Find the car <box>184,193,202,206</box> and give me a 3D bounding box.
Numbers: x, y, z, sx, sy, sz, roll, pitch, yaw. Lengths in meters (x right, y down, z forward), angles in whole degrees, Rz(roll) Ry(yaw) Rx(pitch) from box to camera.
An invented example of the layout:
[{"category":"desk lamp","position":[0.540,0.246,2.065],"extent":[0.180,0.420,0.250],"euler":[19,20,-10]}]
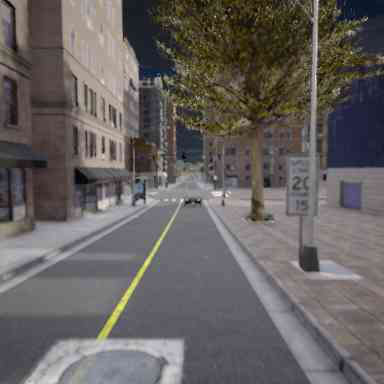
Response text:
[{"category":"car","position":[0.114,0.742,36.333],"extent":[1.895,1.301,4.718],"euler":[0,2,0]}]
